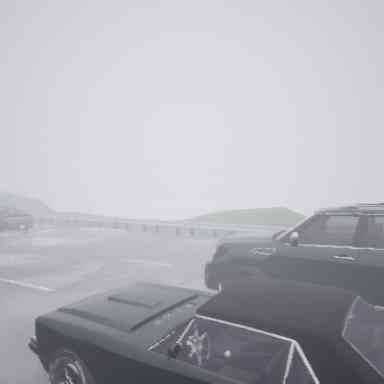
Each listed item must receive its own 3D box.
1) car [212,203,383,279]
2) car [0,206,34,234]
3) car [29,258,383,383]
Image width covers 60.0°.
[{"bbox_3d":[2.964,1.221,5.917,5.566,2.045,2.150,0,0,32],"label":"car"},{"bbox_3d":[-10.554,1.488,17.579,4.902,1.511,2.128,0,0,27],"label":"car"},{"bbox_3d":[0.508,1.600,3.326,4.718,1.301,1.895,0,0,32],"label":"car"}]
